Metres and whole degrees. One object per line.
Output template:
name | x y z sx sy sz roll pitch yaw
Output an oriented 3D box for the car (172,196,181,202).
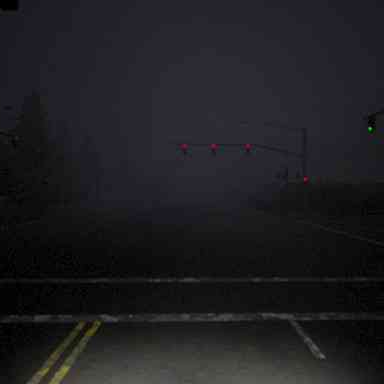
car | -3.474 1.550 77.257 1.812 1.442 4.674 0 0 0
